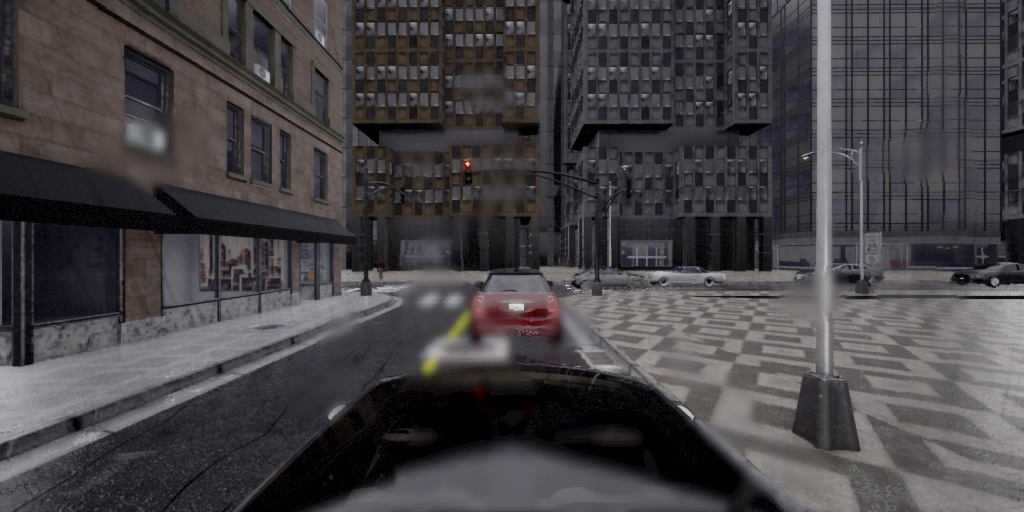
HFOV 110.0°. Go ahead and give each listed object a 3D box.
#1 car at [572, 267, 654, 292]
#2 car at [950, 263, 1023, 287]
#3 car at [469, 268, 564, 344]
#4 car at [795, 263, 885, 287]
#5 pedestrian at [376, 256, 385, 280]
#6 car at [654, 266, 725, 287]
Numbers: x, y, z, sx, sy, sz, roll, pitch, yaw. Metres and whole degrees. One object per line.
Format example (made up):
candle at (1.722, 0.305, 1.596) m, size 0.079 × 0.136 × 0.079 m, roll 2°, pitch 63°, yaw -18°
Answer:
car at (5.529, 1.303, 20.508) m, size 4.181 × 1.385 × 1.994 m, roll 0°, pitch 0°, yaw 1°
car at (31.807, 1.209, 23.409) m, size 4.892 × 1.490 × 1.837 m, roll 0°, pitch 0°, yaw 1°
car at (0.069, 1.102, 9.731) m, size 2.097 × 1.767 × 4.553 m, roll 0°, pitch 0°, yaw -1°
car at (21.388, 1.210, 23.533) m, size 4.902 × 1.511 × 2.128 m, roll 0°, pitch 0°, yaw 1°
pedestrian at (-9.838, 0.903, 26.913) m, size 0.375 × 1.860 × 0.375 m, roll 0°, pitch 0°, yaw 1°
car at (11.195, 1.333, 23.647) m, size 4.718 × 1.301 × 1.895 m, roll 0°, pitch 0°, yaw 1°
